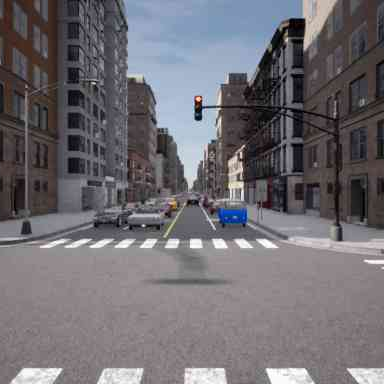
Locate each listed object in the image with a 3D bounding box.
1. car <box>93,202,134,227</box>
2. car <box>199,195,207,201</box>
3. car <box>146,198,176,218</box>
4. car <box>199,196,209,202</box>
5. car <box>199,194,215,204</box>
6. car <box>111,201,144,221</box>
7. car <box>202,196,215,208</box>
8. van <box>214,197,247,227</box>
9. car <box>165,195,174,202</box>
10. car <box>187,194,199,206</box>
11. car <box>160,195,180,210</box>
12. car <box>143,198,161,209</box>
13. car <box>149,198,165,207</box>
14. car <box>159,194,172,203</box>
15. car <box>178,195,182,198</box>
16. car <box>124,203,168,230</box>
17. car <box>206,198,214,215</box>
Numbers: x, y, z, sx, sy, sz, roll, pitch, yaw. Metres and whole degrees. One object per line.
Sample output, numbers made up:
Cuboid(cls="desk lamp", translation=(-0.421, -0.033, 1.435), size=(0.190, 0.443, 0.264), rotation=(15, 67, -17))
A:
Cuboid(cls="car", translation=(-5.370, 1.550, 22.448), size=(2.008, 1.369, 4.403), rotation=(0, 0, 0))
Cuboid(cls="car", translation=(2.706, 1.531, 84.945), size=(1.947, 1.339, 4.313), rotation=(0, 0, 0))
Cuboid(cls="car", translation=(-2.822, 1.562, 30.299), size=(1.994, 1.385, 4.181), rotation=(0, 0, 0))
Cuboid(cls="car", translation=(2.696, 1.524, 73.582), size=(2.008, 1.369, 4.403), rotation=(0, 0, 0))
Cuboid(cls="car", translation=(2.678, 1.305, 50.857), size=(2.192, 1.841, 5.009), rotation=(0, 0, 0))
Cuboid(cls="car", translation=(-5.365, 1.543, 28.130), size=(1.887, 1.381, 4.507), rotation=(0, 0, 0))
Cuboid(cls="car", translation=(2.674, 1.576, 45.176), size=(1.802, 1.307, 4.206), rotation=(0, 0, 0))
Cuboid(cls="van", translation=(2.655, 1.340, 22.450), size=(1.690, 1.788, 3.998), rotation=(0, 0, 0))
Cuboid(cls="car", translation=(-5.324, 1.410, 79.266), size=(1.967, 1.590, 4.097), rotation=(0, 0, 0))
Cuboid(cls="car", translation=(0.153, 1.465, 54.145), size=(1.882, 1.535, 5.008), rotation=(0, 0, 0))
Cuboid(cls="car", translation=(-2.811, 1.474, 39.946), size=(1.882, 1.535, 5.008), rotation=(0, 0, 0))
Cuboid(cls="car", translation=(-5.352, 1.520, 45.006), size=(1.752, 1.417, 4.829), rotation=(0, 0, 0))
Cuboid(cls="car", translation=(-5.347, 1.556, 50.858), size=(1.947, 1.339, 4.313), rotation=(0, 0, 0))
Cuboid(cls="car", translation=(-5.333, 1.293, 67.903), size=(2.192, 1.841, 5.009), rotation=(0, 0, 0))
Cuboid(cls="car", translation=(-2.770, 1.592, 50.051), size=(1.895, 1.301, 4.718), rotation=(0, 0, 0))
Cuboid(cls="car", translation=(-2.803, 1.600, 21.155), size=(1.895, 1.301, 4.718), rotation=(0, 0, -1))
Cuboid(cls="car", translation=(2.664, 1.580, 33.813), size=(1.802, 1.307, 4.206), rotation=(0, 0, 0))
